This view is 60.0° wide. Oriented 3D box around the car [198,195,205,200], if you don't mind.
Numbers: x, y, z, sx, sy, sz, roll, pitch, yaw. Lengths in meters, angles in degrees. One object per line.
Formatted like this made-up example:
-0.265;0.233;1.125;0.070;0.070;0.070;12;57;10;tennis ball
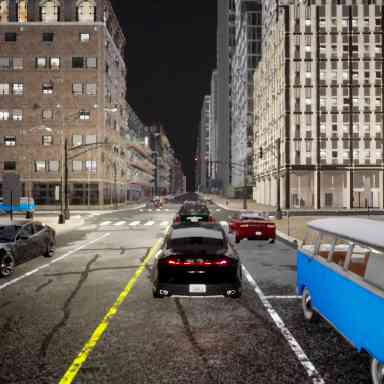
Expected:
2.763;1.524;93.400;1.802;1.307;4.206;1;0;0;car

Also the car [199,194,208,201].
2.757;1.396;82.097;1.967;1.590;4.097;1;0;0;car

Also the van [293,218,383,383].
2.704;1.342;4.591;1.690;1.788;3.998;1;0;0;van

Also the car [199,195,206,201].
2.760;1.474;87.918;1.752;1.417;4.829;1;0;0;car

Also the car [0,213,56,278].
-5.675;1.567;10.179;1.947;1.339;4.313;1;0;0;car

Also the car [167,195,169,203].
-5.640;1.562;59.498;1.802;1.307;4.206;1;0;0;car

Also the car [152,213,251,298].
0.107;1.506;8.473;1.837;1.490;4.892;0;0;0;car

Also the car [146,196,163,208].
-5.649;1.573;48.194;1.802;1.307;4.206;1;0;0;car

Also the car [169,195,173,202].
-5.633;1.519;70.800;2.008;1.369;4.403;1;0;0;car

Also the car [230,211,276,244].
2.709;1.545;15.744;1.887;1.381;4.507;1;0;0;car

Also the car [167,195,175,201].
-5.620;1.475;87.586;1.752;1.417;4.829;1;0;0;car

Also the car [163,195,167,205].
-5.642;1.426;53.847;1.967;1.590;4.097;1;0;0;car

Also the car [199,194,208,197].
2.740;1.531;59.491;2.008;1.369;4.403;1;0;0;car

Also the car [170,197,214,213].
0.082;1.352;17.566;2.097;1.767;4.553;0;0;-1;car

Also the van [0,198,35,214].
-19.711;1.525;37.074;3.998;1.788;1.690;0;0;1;van
